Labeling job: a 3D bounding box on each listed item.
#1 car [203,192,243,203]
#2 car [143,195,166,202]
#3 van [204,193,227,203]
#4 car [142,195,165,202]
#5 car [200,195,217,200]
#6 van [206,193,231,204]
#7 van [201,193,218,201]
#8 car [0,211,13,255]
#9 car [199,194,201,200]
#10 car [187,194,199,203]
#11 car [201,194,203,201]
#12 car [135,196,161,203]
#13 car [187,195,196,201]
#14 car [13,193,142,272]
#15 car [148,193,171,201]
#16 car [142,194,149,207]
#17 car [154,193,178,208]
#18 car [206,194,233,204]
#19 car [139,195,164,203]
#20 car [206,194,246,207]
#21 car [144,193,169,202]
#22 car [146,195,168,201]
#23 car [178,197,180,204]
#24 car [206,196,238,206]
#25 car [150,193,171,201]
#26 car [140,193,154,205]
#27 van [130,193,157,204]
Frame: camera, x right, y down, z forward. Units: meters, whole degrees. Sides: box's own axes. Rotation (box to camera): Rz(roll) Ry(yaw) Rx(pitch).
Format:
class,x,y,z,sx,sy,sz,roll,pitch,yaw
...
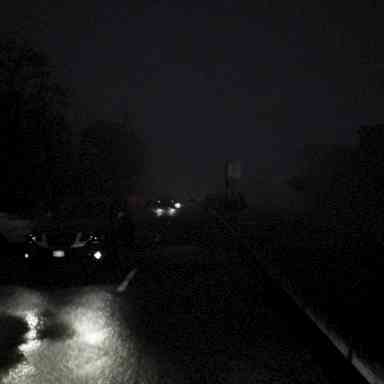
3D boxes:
class,x,y,z,sx,sy,sz,roll,pitch,yaw
car,4.715,1.077,47.009,5.566,2.045,2.435,0,0,0
car,-8.403,1.492,74.859,4.792,1.488,2.163,0,0,0
van,4.606,1.189,66.630,4.442,1.987,1.878,0,0,0
car,-8.339,1.475,72.074,4.792,1.488,2.163,0,0,0
car,4.692,1.653,94.658,4.792,1.488,2.163,0,-1,0
van,4.848,1.156,61.024,4.442,1.987,1.878,0,0,0
van,4.786,1.373,91.857,4.442,1.987,1.878,0,-1,0
car,-8.341,1.441,9.808,5.008,1.535,2.097,0,0,0
car,4.682,1.196,72.238,5.566,2.045,2.435,0,0,0
car,-0.031,1.553,70.611,1.895,1.301,4.718,0,0,0
car,4.710,1.102,55.419,5.566,2.045,2.435,0,0,0
car,-8.350,1.437,63.718,4.674,1.452,2.002,0,0,0
car,-0.052,1.533,80.608,2.033,1.411,5.357,0,-1,0
car,-3.277,1.181,11.003,2.150,2.045,5.566,0,0,0
car,-8.369,1.294,85.999,5.566,2.045,2.435,0,-1,0
car,-8.330,1.327,41.442,5.008,1.535,2.097,0,0,0
car,-3.338,1.197,43.929,2.097,1.767,4.553,0,0,0
car,4.767,1.240,58.219,4.553,1.767,2.185,0,0,0
car,-8.357,1.429,69.289,5.008,1.535,2.097,0,0,0
car,4.750,1.328,44.207,4.892,1.521,2.231,0,0,0
car,-8.352,1.229,77.644,5.566,2.045,2.435,0,0,0
car,-8.381,1.501,80.429,5.008,1.535,2.097,0,0,0
car,-3.285,1.508,61.892,1.895,1.301,4.718,0,0,0
car,4.735,1.341,52.612,4.892,1.521,2.231,0,0,0
car,-8.376,1.318,88.661,5.566,2.045,2.435,0,-1,0
car,-8.341,1.326,47.010,5.008,1.535,2.097,0,0,0
van,-8.460,1.138,58.147,4.442,1.987,1.878,0,0,0
